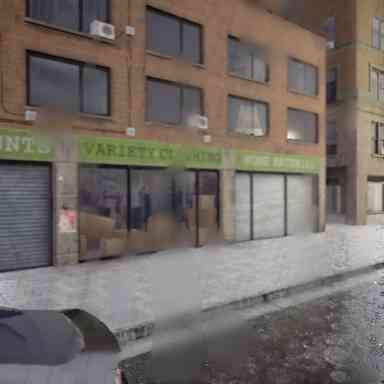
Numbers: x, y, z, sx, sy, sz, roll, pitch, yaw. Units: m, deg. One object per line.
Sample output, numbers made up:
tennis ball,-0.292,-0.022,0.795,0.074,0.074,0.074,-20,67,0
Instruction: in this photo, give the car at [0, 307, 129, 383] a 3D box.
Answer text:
car,-2.659,1.500,1.481,4.902,1.511,2.128,0,0,-35
